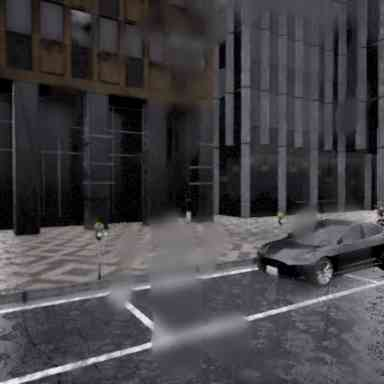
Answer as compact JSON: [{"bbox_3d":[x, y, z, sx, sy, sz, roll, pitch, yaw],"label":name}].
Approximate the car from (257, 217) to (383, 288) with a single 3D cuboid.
[{"bbox_3d":[3.700,1.411,8.767,4.313,1.339,1.947,0,1,-31],"label":"car"}]
